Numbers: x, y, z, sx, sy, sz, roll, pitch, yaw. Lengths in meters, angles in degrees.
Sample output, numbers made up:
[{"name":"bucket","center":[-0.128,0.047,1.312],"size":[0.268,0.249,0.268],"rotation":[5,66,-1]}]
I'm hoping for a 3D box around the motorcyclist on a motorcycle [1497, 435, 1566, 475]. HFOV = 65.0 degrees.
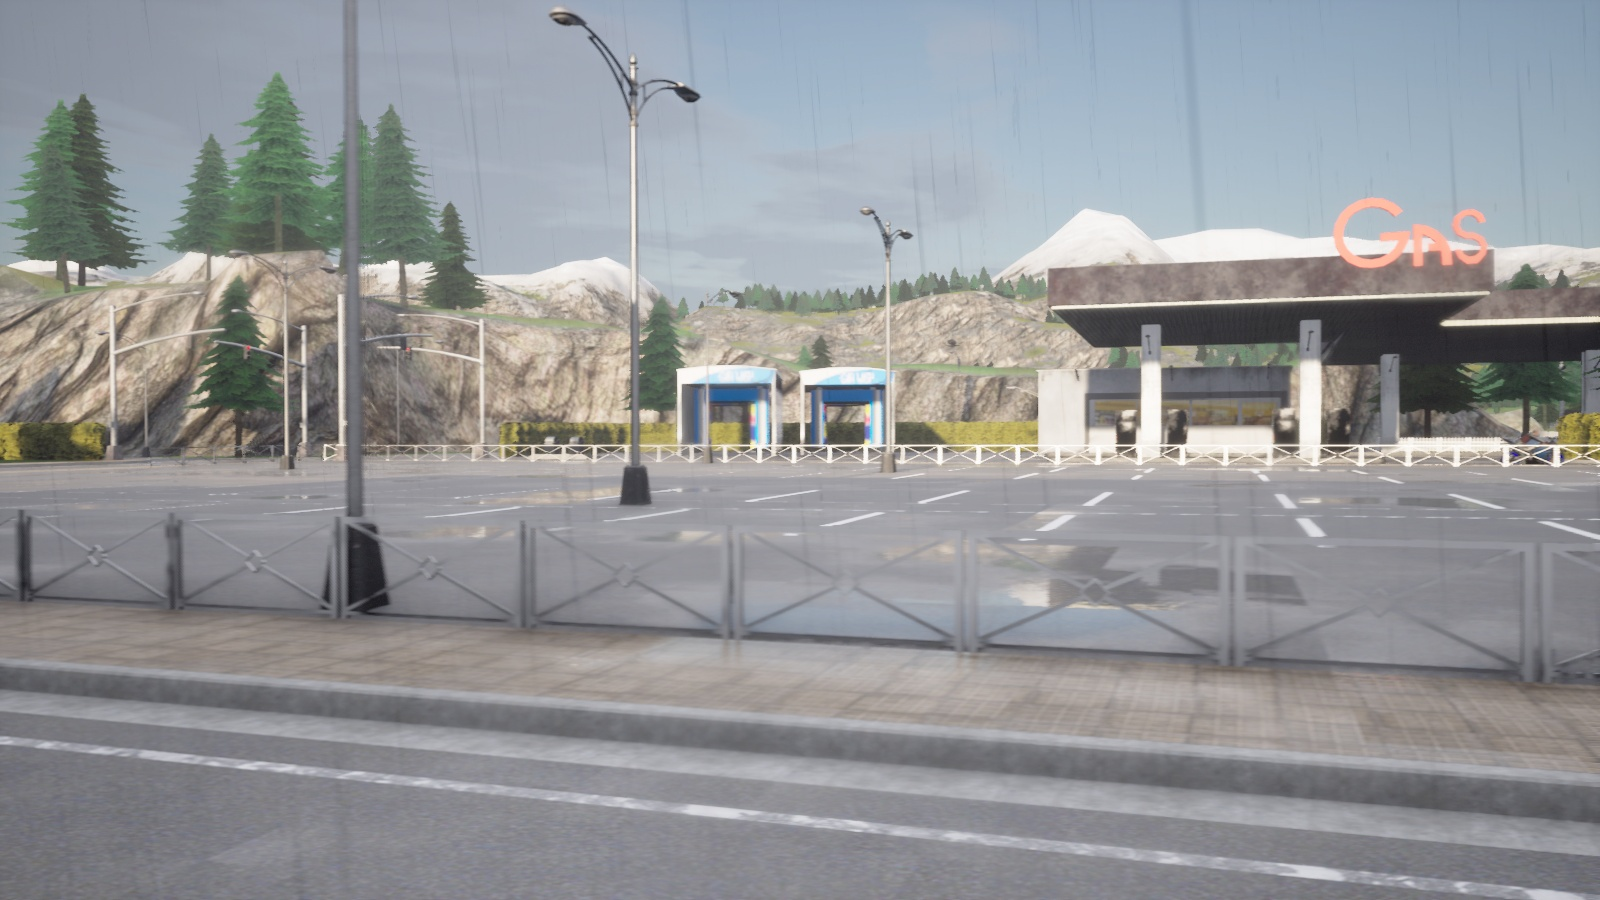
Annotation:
[{"name":"motorcyclist on a motorcycle","center":[28.591,0.197,49.150],"size":[2.191,1.530,0.866],"rotation":[1,1,19]}]
